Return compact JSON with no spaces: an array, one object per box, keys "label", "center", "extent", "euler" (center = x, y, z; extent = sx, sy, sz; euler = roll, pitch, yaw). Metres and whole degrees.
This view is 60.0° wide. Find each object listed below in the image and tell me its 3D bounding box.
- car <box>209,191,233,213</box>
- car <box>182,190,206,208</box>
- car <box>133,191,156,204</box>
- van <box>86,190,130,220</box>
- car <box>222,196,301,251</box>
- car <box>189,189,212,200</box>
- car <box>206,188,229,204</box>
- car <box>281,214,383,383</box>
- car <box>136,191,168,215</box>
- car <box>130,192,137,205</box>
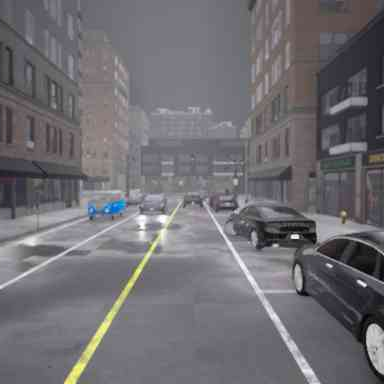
[{"label":"car","center":[2.660,0.868,26.791],"extent":[1.947,1.339,4.313],"euler":[0,1,0]},{"label":"car","center":[0.103,0.667,32.148],"extent":[1.837,1.490,4.892],"euler":[0,1,0]},{"label":"car","center":[-5.355,0.575,38.118],"extent":[1.947,1.339,4.313],"euler":[0,1,0]},{"label":"van","center":[-5.370,0.790,21.132],"extent":[1.690,1.788,3.998],"euler":[0,1,0]},{"label":"car","center":[2.788,1.146,12.637],"extent":[1.882,1.535,5.008],"euler":[0,2,-9]},{"label":"car","center":[1.258,0.373,46.138],"extent":[1.994,1.385,4.181],"euler":[1,1,18]},{"label":"car","center":[2.665,0.471,32.445],"extent":[2.192,1.841,5.009],"euler":[0,1,0]},{"label":"car","center":[3.025,1.365,5.184],"extent":[1.837,1.490,4.892],"euler":[0,1,0]},{"label":"car","center":[-2.813,0.864,25.384],"extent":[1.812,1.442,4.674],"euler":[0,1,0]},{"label":"car","center":[-5.360,0.706,32.457],"extent":[2.008,1.369,4.403],"euler":[0,1,0]}]
